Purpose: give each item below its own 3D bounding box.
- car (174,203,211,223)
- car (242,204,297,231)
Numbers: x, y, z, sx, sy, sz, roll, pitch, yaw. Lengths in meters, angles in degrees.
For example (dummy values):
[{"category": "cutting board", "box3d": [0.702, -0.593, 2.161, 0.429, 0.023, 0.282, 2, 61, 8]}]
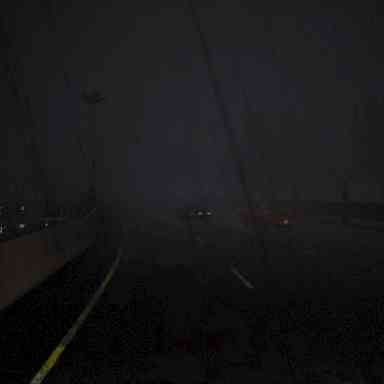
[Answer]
[{"category": "car", "box3d": [-0.048, 1.587, 26.002, 2.033, 1.411, 5.357, 0, 0, -15]}, {"category": "car", "box3d": [4.709, 1.495, 20.852, 1.882, 1.535, 5.008, 0, 0, -11]}]
